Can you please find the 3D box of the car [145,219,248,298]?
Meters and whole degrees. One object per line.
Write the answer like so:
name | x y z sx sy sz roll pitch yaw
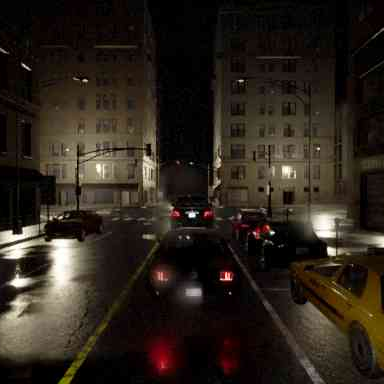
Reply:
car | 0.046 1.598 8.467 1.895 1.301 4.718 0 0 0

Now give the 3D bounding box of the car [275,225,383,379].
car | 2.863 1.524 5.296 1.752 1.417 4.829 -1 0 0

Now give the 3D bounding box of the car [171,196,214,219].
car | 0.002 1.215 18.459 2.150 2.045 5.566 0 0 0

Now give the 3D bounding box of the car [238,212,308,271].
car | 2.867 1.562 10.712 1.947 1.339 4.313 -1 0 0

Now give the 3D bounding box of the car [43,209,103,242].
car | -5.675 1.538 16.300 1.887 1.381 4.507 -1 0 0

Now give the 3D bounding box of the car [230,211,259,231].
car | 2.870 1.576 16.298 1.802 1.307 4.206 -1 0 0
